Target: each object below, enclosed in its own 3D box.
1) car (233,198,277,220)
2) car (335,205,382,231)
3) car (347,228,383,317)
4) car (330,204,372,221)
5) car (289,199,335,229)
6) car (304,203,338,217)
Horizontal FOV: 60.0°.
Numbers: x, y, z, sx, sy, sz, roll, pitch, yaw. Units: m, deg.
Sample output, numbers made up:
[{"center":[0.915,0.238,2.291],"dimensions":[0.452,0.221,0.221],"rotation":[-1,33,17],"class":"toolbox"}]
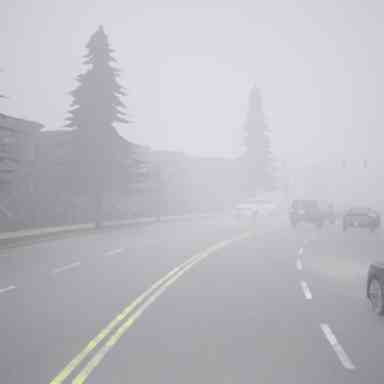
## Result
[{"center":[6.277,1.596,32.810],"dimensions":[2.150,2.045,5.566],"rotation":[-1,-1,42],"class":"car"},{"center":[11.372,1.767,22.156],"dimensions":[2.128,1.511,4.902],"rotation":[0,-1,35],"class":"car"},{"center":[4.151,1.557,4.663],"dimensions":[2.128,1.511,4.902],"rotation":[0,-1,8],"class":"car"},{"center":[15.618,1.948,32.549],"dimensions":[2.033,1.411,5.357],"rotation":[0,-1,45],"class":"car"},{"center":[9.023,1.517,24.795],"dimensions":[2.150,2.045,5.566],"rotation":[0,-1,36],"class":"car"},{"center":[13.932,1.901,35.884],"dimensions":[1.994,1.385,4.181],"rotation":[0,-1,44],"class":"car"}]
